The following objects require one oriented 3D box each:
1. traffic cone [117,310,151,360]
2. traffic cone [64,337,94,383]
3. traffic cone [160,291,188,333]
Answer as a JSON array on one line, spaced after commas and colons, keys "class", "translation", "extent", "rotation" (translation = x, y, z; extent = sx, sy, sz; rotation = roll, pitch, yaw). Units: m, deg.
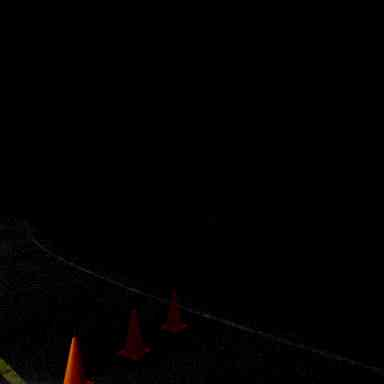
[{"class": "traffic cone", "translation": [-0.808, 1.938, 4.624], "extent": [0.340, 0.580, 0.340], "rotation": [1, 1, 31]}, {"class": "traffic cone", "translation": [-1.327, 1.945, 3.774], "extent": [0.340, 0.580, 0.340], "rotation": [1, 1, 31]}, {"class": "traffic cone", "translation": [-0.289, 1.931, 5.475], "extent": [0.340, 0.580, 0.340], "rotation": [1, 1, 31]}]
